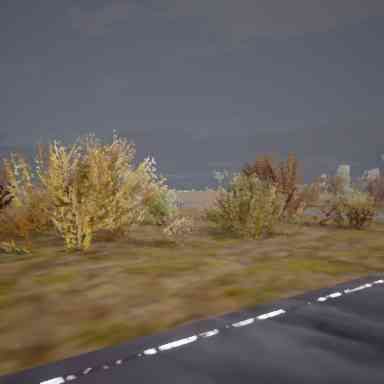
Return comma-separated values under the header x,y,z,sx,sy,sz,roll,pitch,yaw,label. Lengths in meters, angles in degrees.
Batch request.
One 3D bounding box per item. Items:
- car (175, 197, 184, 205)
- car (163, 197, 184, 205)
x,y,z,sx,sy,sz,roll,pitch,yaw,label
-3.320,1.451,57.682,2.097,1.767,4.553,0,0,-33,car
-3.537,1.681,63.507,1.895,1.301,4.718,0,0,-33,car
